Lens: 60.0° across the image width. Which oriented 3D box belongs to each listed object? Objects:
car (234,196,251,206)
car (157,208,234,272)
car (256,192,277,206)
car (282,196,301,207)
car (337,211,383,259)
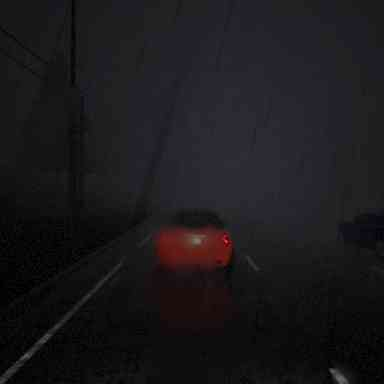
[{"bbox_3d":[7.695,1.322,50.375,1.812,1.442,4.674,1,0,1],"label":"car"},{"bbox_3d":[0.123,1.294,10.799,2.097,1.767,4.553,1,0,1],"label":"car"},{"bbox_3d":[11.194,1.051,50.079,2.150,2.045,5.566,1,0,1],"label":"car"},{"bbox_3d":[14.683,1.358,49.301,2.128,1.511,4.902,1,0,1],"label":"car"},{"bbox_3d":[7.243,1.476,12.513,1.882,1.535,5.008,1,0,1],"label":"car"}]
